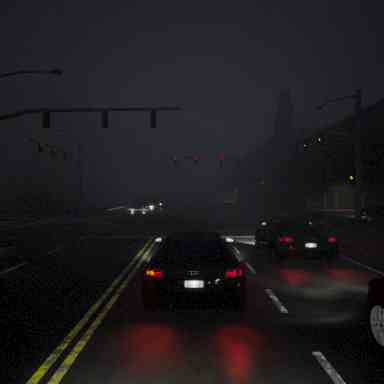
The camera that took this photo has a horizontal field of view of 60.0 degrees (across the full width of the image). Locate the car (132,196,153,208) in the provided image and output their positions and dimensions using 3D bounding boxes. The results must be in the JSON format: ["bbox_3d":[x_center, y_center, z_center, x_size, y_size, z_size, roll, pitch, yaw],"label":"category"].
[{"bbox_3d":[-7.316,1.478,47.806,1.882,1.535,5.008,0,0,1],"label":"car"}]

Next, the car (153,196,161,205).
[{"bbox_3d":[-7.133,1.491,57.357,2.128,1.511,4.902,0,0,2],"label":"car"}]

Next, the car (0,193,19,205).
[{"bbox_3d":[-39.101,1.153,69.941,4.605,1.855,1.932,0,0,0],"label":"car"}]

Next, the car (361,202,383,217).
[{"bbox_3d":[18.678,1.547,30.863,5.357,1.411,2.033,0,0,0],"label":"car"}]

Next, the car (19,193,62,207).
[{"bbox_3d":[-21.566,1.153,47.469,4.605,1.855,1.932,0,0,0],"label":"car"}]

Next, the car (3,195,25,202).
[{"bbox_3d":[-39.041,1.364,72.838,3.905,1.438,1.784,0,0,0],"label":"car"}]

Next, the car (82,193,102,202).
[{"bbox_3d":[-21.581,1.156,69.986,3.866,1.878,1.905,0,0,0],"label":"car"}]

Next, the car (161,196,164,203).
[{"bbox_3d":[-6.828,1.526,67.465,1.812,1.442,4.674,0,0,2],"label":"car"}]

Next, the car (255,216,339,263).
[{"bbox_3d":[3.544,1.564,11.953,1.994,1.385,4.181,0,0,0],"label":"car"}]

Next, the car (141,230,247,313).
[{"bbox_3d":[0.043,1.564,7.773,1.994,1.385,4.181,0,0,0],"label":"car"}]

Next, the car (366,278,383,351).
[{"bbox_3d":[3.595,1.478,3.104,1.882,1.535,5.008,0,0,0],"label":"car"}]

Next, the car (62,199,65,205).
[{"bbox_3d":[-21.516,1.156,50.363,3.866,1.878,1.905,0,0,0],"label":"car"}]
